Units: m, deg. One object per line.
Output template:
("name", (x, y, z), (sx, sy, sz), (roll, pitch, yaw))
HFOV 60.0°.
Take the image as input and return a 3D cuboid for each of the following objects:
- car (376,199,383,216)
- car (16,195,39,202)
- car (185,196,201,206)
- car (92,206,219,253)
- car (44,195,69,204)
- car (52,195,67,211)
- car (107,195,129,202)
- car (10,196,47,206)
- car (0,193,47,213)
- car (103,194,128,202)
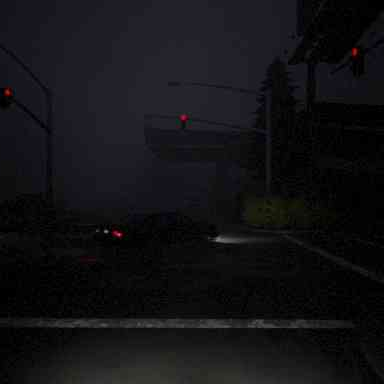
("car", (17.239, 1.480, 32.953), (2.242, 1.667, 4.611), (0, 0, 0))
("car", (-35.080, 1.384, 70.937), (3.806, 1.475, 1.970), (0, 0, 0))
("car", (0.117, 1.352, 46.165), (2.097, 1.767, 4.553), (0, 0, 0))
("car", (-1.245, 1.461, 13.377), (2.033, 1.411, 5.357), (1, 0, 45))
("car", (-24.022, 1.319, 59.006), (3.633, 1.501, 1.845), (0, 0, 0))
("car", (-16.171, 1.361, 36.638), (3.806, 1.475, 1.970), (0, 0, 0))
("car", (-16.484, 1.339, 74.031), (4.514, 1.523, 2.007), (0, 0, 0))
("car", (-24.008, 1.298, 49.013), (4.514, 1.523, 2.007), (0, 0, 0))
("car", (-16.764, 1.077, 33.310), (3.866, 1.878, 1.905), (0, 0, 0))
("car", (-16.414, 1.330, 70.894), (5.027, 1.636, 2.152), (0, 0, 0))
